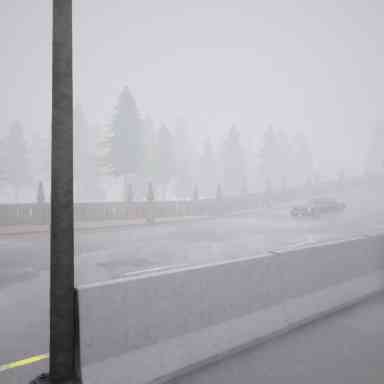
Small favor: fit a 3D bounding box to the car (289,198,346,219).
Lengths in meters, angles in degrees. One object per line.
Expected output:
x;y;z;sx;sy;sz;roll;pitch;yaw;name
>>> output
9.172;1.141;24.242;4.718;1.301;1.895;-4;3;-37;car
